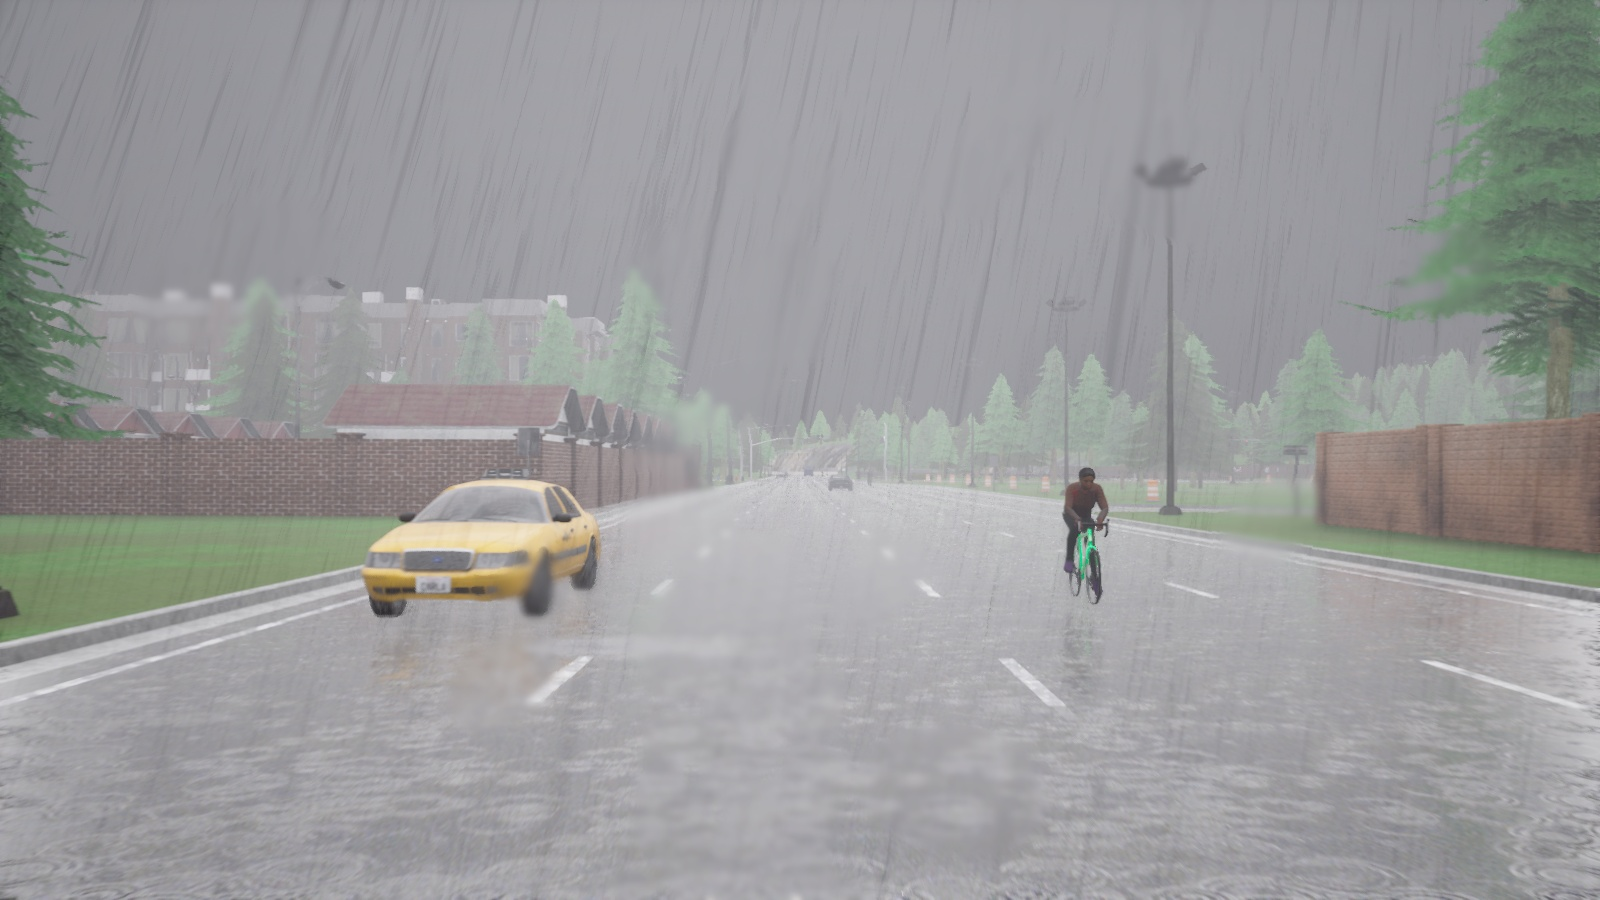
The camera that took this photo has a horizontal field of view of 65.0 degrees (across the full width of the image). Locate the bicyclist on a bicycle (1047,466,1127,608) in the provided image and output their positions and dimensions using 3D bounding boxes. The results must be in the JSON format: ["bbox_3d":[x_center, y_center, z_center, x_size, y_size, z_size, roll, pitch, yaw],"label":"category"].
[{"bbox_3d":[3.462,1.009,15.249,0.582,1.620,1.656,0,-1,0],"label":"bicyclist on a bicycle"}]

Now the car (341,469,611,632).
[{"bbox_3d":[-3.537,1.016,14.823,1.801,1.575,5.366,0,-1,0],"label":"car"}]
